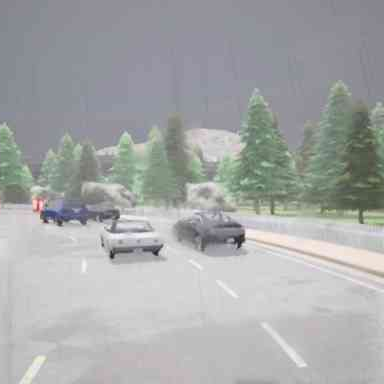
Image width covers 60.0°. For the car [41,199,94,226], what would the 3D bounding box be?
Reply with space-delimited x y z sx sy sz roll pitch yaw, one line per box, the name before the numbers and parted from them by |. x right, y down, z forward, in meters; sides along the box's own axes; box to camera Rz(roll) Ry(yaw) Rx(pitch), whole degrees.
car | -10.158 1.534 26.375 2.150 2.045 5.566 0 -1 -40

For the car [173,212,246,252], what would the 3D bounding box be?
car | 0.592 1.655 14.867 2.128 1.511 4.902 0 -1 -21

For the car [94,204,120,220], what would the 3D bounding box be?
car | -8.097 1.843 29.261 1.837 1.490 4.892 1 0 -42

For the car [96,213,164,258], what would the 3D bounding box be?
car | -2.628 1.755 13.545 1.895 1.301 4.718 0 -1 -21
